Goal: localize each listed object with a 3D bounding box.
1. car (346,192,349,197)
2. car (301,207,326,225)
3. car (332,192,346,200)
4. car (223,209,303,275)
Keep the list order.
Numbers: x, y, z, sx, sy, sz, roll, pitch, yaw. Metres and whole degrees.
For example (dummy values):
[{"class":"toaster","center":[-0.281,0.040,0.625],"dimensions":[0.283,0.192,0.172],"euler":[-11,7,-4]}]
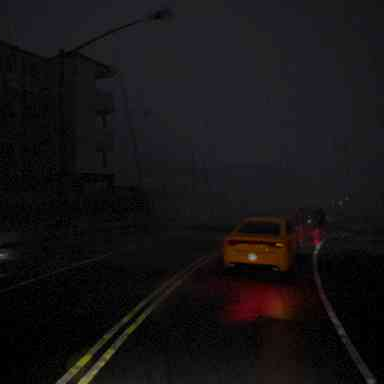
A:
[{"class":"car","center":[38.450,0.623,83.894],"dimensions":[1.994,1.385,4.181],"euler":[1,1,29]},{"class":"car","center":[9.170,1.781,25.449],"dimensions":[1.895,1.301,4.718],"euler":[1,0,24]},{"class":"car","center":[30.526,0.898,69.818],"dimensions":[1.837,1.490,4.892],"euler":[1,1,29]},{"class":"car","center":[2.454,1.550,10.992],"dimensions":[1.882,1.535,5.008],"euler":[0,0,21]}]
